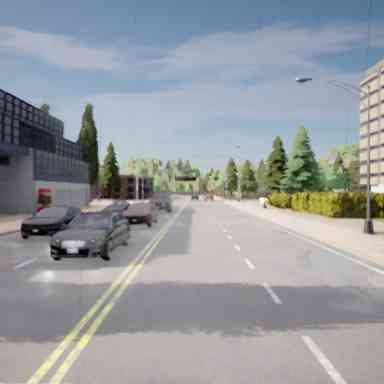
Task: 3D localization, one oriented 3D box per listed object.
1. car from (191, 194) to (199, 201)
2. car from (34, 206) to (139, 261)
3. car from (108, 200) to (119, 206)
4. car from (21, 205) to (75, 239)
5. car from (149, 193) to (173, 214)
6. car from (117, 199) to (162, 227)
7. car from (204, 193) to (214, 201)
[{"bbox_3d":[0.727,1.268,81.732,2.128,1.511,4.902,0,0,1],"label":"car"},{"bbox_3d":[-3.538,1.477,12.352,2.128,1.511,4.902,0,0,0],"label":"car"},{"bbox_3d":[-6.839,1.510,31.469,2.033,1.411,5.357,0,0,1],"label":"car"},{"bbox_3d":[-6.992,1.457,17.384,1.882,1.535,5.008,0,0,1],"label":"car"},{"bbox_3d":[-3.282,1.177,35.793,2.150,2.045,5.566,0,0,1],"label":"car"},{"bbox_3d":[-3.436,1.451,22.596,1.882,1.535,5.008,0,0,1],"label":"car"},{"bbox_3d":[4.227,1.098,81.668,2.097,1.767,4.553,0,0,1],"label":"car"}]
